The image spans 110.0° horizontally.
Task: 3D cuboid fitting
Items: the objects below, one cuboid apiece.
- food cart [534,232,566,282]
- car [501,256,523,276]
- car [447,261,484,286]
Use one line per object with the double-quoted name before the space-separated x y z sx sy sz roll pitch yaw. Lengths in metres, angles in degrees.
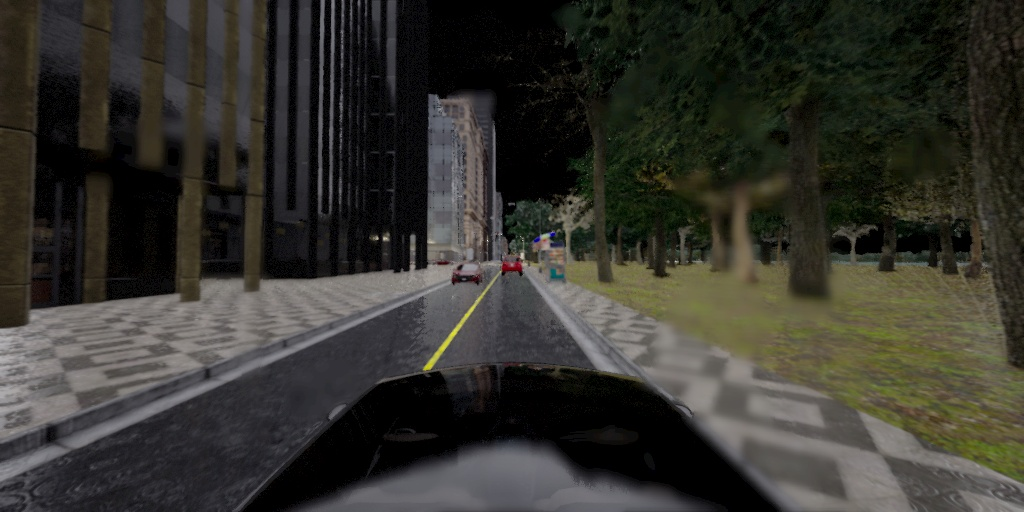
"food cart" 3.128 0.225 26.610 2.280 3.560 4.660 0 0 0
"car" 0.019 1.004 38.244 2.150 2.045 5.566 0 0 0
"car" -3.107 1.237 25.730 1.882 1.535 5.008 0 0 0
